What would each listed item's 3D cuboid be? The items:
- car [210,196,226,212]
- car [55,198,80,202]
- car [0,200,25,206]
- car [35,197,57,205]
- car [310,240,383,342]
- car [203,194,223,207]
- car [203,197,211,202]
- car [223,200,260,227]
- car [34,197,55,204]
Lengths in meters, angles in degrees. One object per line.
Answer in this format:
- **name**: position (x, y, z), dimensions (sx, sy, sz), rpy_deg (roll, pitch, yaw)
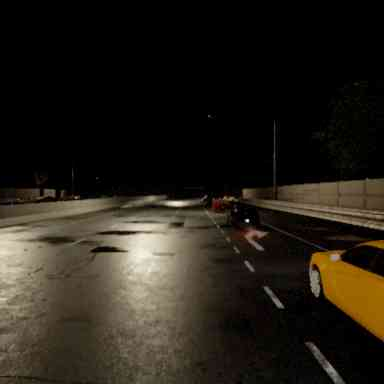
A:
- **car**: position (3.509, 1.586, 39.944), dimensions (1.882, 1.535, 5.008), rpy_deg (0, 0, 0)
- **car**: position (-17.532, 1.640, 48.152), dimensions (1.837, 1.490, 4.892), rpy_deg (0, 0, 1)
- **car**: position (-24.544, 1.724, 44.753), dimensions (1.895, 1.301, 4.718), rpy_deg (0, 0, 1)
- **car**: position (-27.923, 1.669, 63.821), dimensions (1.882, 1.535, 5.008), rpy_deg (0, 0, 0)
- **car**: position (3.500, 1.491, 5.313), dimensions (1.882, 1.535, 5.008), rpy_deg (0, 0, 0)
- **car**: position (3.550, 1.392, 56.518), dimensions (2.150, 2.045, 5.566), rpy_deg (0, 0, 0)
- **car**: position (3.694, 1.887, 84.089), dimensions (1.895, 1.301, 4.718), rpy_deg (0, 0, 0)
- **car**: position (3.500, 1.562, 23.481), dimensions (1.837, 1.490, 4.892), rpy_deg (0, 0, 0)
- **car**: position (-21.031, 1.639, 48.041), dimensions (1.837, 1.490, 4.892), rpy_deg (0, 0, 1)
